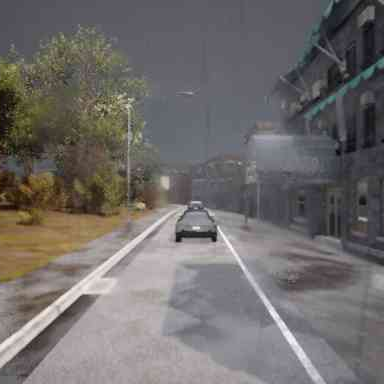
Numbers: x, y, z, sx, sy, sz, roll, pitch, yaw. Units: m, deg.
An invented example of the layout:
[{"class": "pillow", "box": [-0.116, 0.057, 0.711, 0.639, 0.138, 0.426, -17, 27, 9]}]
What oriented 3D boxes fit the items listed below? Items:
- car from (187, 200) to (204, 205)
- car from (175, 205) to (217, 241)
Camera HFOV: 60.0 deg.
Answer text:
[{"class": "car", "box": [0.414, 1.667, 37.773, 1.812, 1.442, 4.674, 0, -1, 1]}, {"class": "car", "box": [0.209, 1.569, 16.797, 1.994, 1.385, 4.181, 0, 0, 1]}]
